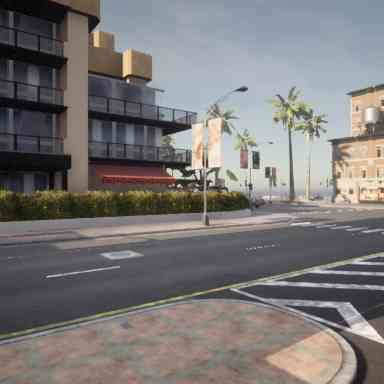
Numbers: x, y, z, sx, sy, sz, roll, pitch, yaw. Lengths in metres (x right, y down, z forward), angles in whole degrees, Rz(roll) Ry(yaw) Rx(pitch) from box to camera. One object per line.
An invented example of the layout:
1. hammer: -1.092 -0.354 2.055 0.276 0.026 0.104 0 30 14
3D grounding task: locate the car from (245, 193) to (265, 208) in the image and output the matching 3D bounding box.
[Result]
1. car: 7.430 1.221 48.080 2.150 2.045 5.566 0 0 -35
